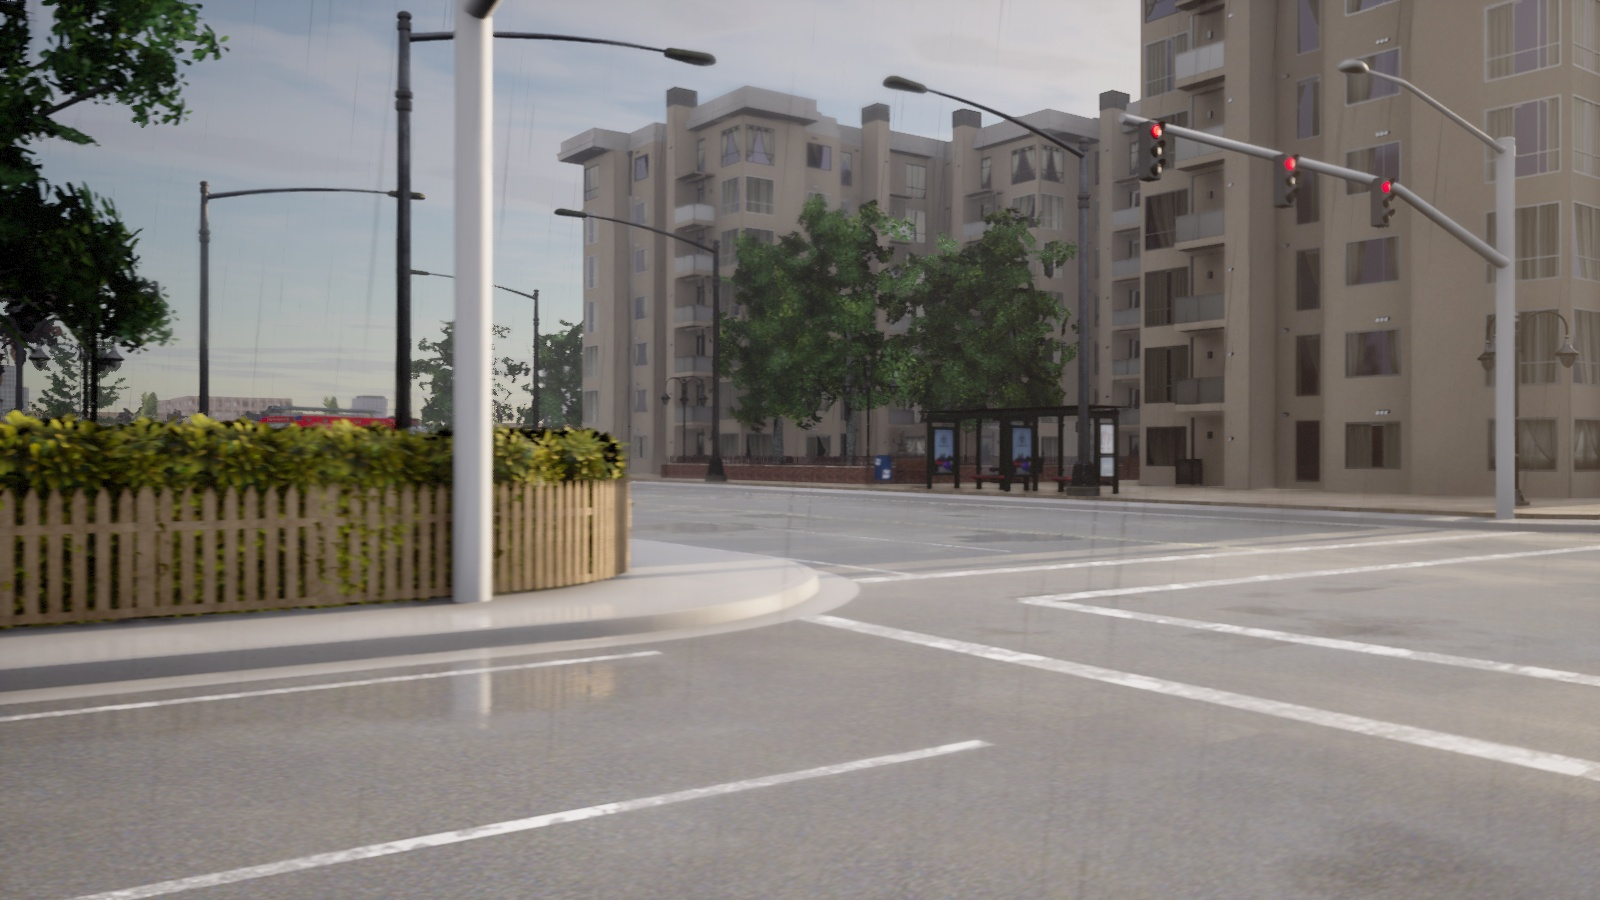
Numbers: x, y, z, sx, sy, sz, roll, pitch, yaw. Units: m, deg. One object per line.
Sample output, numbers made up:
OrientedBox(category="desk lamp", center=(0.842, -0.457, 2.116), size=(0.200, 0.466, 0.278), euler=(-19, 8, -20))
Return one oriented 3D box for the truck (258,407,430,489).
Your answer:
OrientedBox(category="truck", center=(-22.817, -0.061, 63.397), size=(2.891, 3.827, 8.468), euler=(-1, -1, 26))
